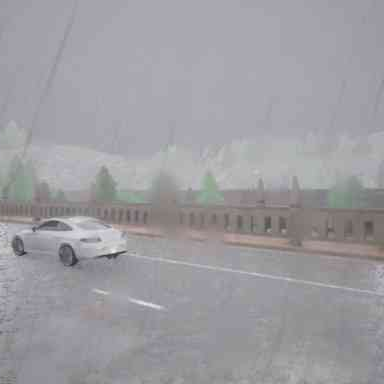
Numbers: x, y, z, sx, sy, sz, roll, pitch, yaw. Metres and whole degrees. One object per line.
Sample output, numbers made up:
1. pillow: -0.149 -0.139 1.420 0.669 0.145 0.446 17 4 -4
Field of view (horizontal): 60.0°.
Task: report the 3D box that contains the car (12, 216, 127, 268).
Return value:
1. car: -4.234 1.532 11.318 4.674 1.442 1.812 0 0 36
